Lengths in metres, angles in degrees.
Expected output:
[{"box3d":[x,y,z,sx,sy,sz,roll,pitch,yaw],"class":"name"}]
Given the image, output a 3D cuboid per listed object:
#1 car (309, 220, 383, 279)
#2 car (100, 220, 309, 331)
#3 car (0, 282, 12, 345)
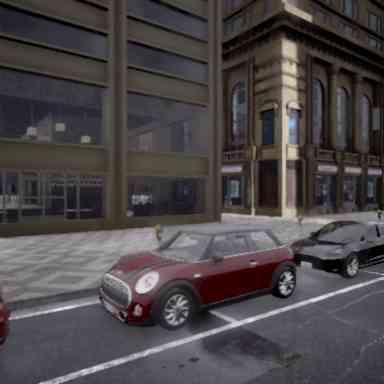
[{"box3d":[4.804,1.547,10.048,4.313,1.339,1.947,0,0,-35],"class":"car"},{"box3d":[0.238,1.432,6.803,4.097,1.590,1.967,0,0,-35],"class":"car"},{"box3d":[-4.329,1.585,3.559,4.206,1.307,1.802,0,0,-35],"class":"car"}]
